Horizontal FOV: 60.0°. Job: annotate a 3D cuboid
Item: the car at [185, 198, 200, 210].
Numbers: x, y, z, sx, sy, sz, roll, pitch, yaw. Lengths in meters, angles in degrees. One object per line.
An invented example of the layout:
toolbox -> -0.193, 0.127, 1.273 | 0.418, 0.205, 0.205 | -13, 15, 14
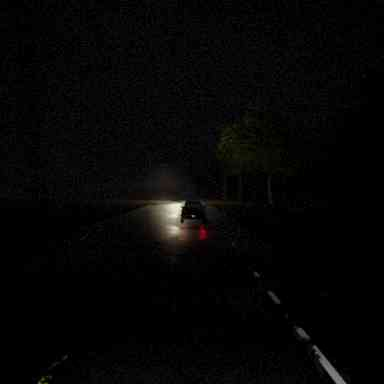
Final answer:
car -> 0.085, 1.489, 43.079 | 1.895, 1.301, 4.718 | 0, 0, 0

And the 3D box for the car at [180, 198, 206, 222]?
car -> 0.089, 1.477, 25.422 | 1.812, 1.442, 4.674 | 0, 0, 0
